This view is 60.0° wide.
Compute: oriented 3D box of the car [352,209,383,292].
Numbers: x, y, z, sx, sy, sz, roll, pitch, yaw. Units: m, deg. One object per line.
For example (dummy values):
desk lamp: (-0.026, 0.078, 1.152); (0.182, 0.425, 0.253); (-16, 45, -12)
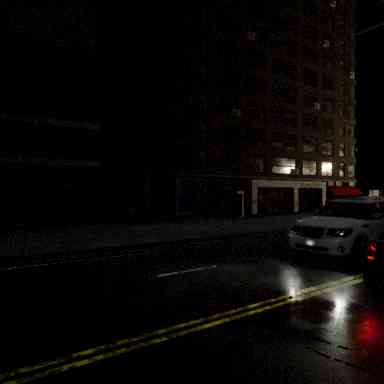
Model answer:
car: (6.032, 1.353, 7.740); (4.553, 1.767, 2.097); (0, 0, -35)

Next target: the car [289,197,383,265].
car: (5.894, 1.223, 11.875); (5.566, 2.045, 2.150); (0, 0, -35)
